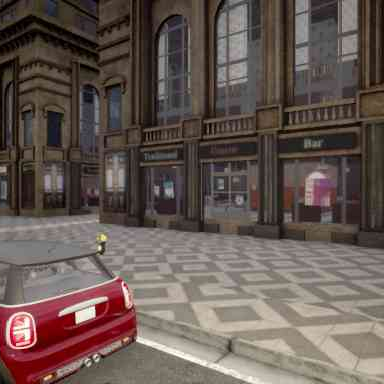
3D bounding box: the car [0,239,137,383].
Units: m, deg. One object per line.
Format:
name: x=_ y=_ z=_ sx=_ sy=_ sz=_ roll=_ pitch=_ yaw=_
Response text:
car: x=-2.807 y=1.440 z=4.967 sx=4.097 sy=1.590 sz=1.967 roll=0 pitch=0 yaw=36
